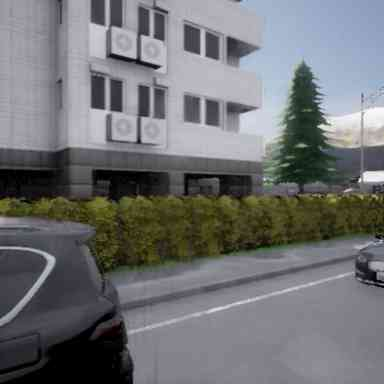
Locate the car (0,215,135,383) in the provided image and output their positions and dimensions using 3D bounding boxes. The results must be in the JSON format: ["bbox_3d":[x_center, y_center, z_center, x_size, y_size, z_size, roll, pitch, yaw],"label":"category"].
[{"bbox_3d":[-3.064,1.227,1.806,5.566,2.045,2.150,0,0,-36],"label":"car"}]

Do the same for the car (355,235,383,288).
[{"bbox_3d":[5.972,1.487,8.255,4.902,1.511,2.128,0,0,-35],"label":"car"}]
